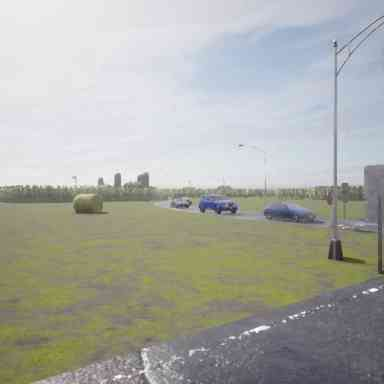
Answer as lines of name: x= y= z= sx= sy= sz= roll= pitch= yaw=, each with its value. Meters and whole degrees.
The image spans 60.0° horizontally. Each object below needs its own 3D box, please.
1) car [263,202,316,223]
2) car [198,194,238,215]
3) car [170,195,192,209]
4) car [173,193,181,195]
car: x=7.681 y=1.559 z=26.615 sx=1.812 sy=1.442 sz=4.674 roll=-1 pitch=0 yaw=-30
car: x=2.710 y=1.280 z=36.140 sx=2.150 sy=2.045 sz=5.566 roll=-1 pitch=0 yaw=-27
car: x=-1.880 y=1.624 z=48.230 sx=2.033 sy=1.411 sz=5.357 roll=-1 pitch=0 yaw=-17
car: x=-3.041 y=1.297 z=66.977 sx=2.150 sy=2.045 sz=5.566 roll=0 pitch=0 yaw=-6
